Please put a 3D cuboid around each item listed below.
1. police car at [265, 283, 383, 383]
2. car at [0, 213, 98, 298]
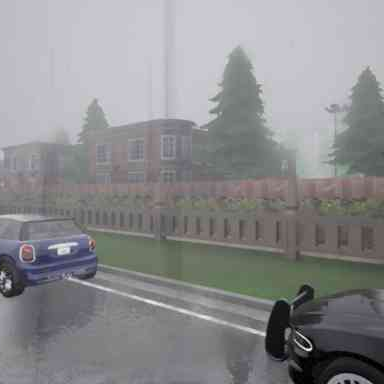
[{"bbox_3d":[3.209,1.425,2.748,5.238,1.638,1.930,0,0,38],"label":"police car"},{"bbox_3d":[-4.564,1.348,8.814,4.553,1.767,2.097,0,0,38],"label":"car"}]
